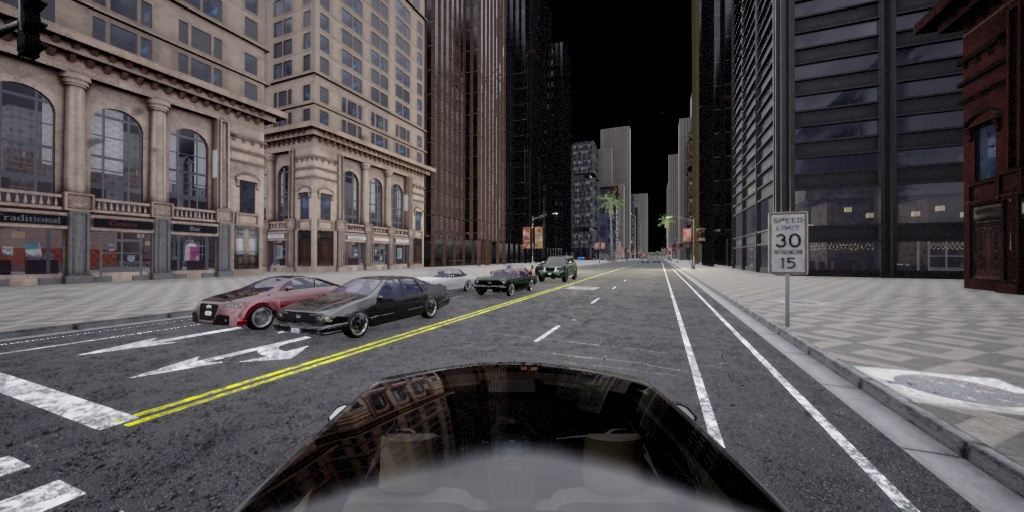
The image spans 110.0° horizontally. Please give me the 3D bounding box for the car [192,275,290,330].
[{"bbox_3d":[-7.170,1.316,11.206,1.994,1.385,4.181,0,0,23],"label":"car"}]

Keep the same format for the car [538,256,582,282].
[{"bbox_3d":[3.858,0.986,29.342,2.150,2.045,5.566,0,0,22],"label":"car"}]

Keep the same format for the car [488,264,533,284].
[{"bbox_3d":[-0.010,1.364,28.506,1.895,1.301,4.718,0,0,23],"label":"car"}]

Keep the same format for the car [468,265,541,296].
[{"bbox_3d":[-0.238,1.357,19.461,1.895,1.301,4.718,0,0,23],"label":"car"}]

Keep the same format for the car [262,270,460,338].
[{"bbox_3d":[-3.907,1.299,10.601,2.033,1.411,5.357,0,0,22],"label":"car"}]

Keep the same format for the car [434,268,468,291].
[{"bbox_3d":[-3.823,1.357,19.303,1.895,1.301,4.718,0,0,23],"label":"car"}]
